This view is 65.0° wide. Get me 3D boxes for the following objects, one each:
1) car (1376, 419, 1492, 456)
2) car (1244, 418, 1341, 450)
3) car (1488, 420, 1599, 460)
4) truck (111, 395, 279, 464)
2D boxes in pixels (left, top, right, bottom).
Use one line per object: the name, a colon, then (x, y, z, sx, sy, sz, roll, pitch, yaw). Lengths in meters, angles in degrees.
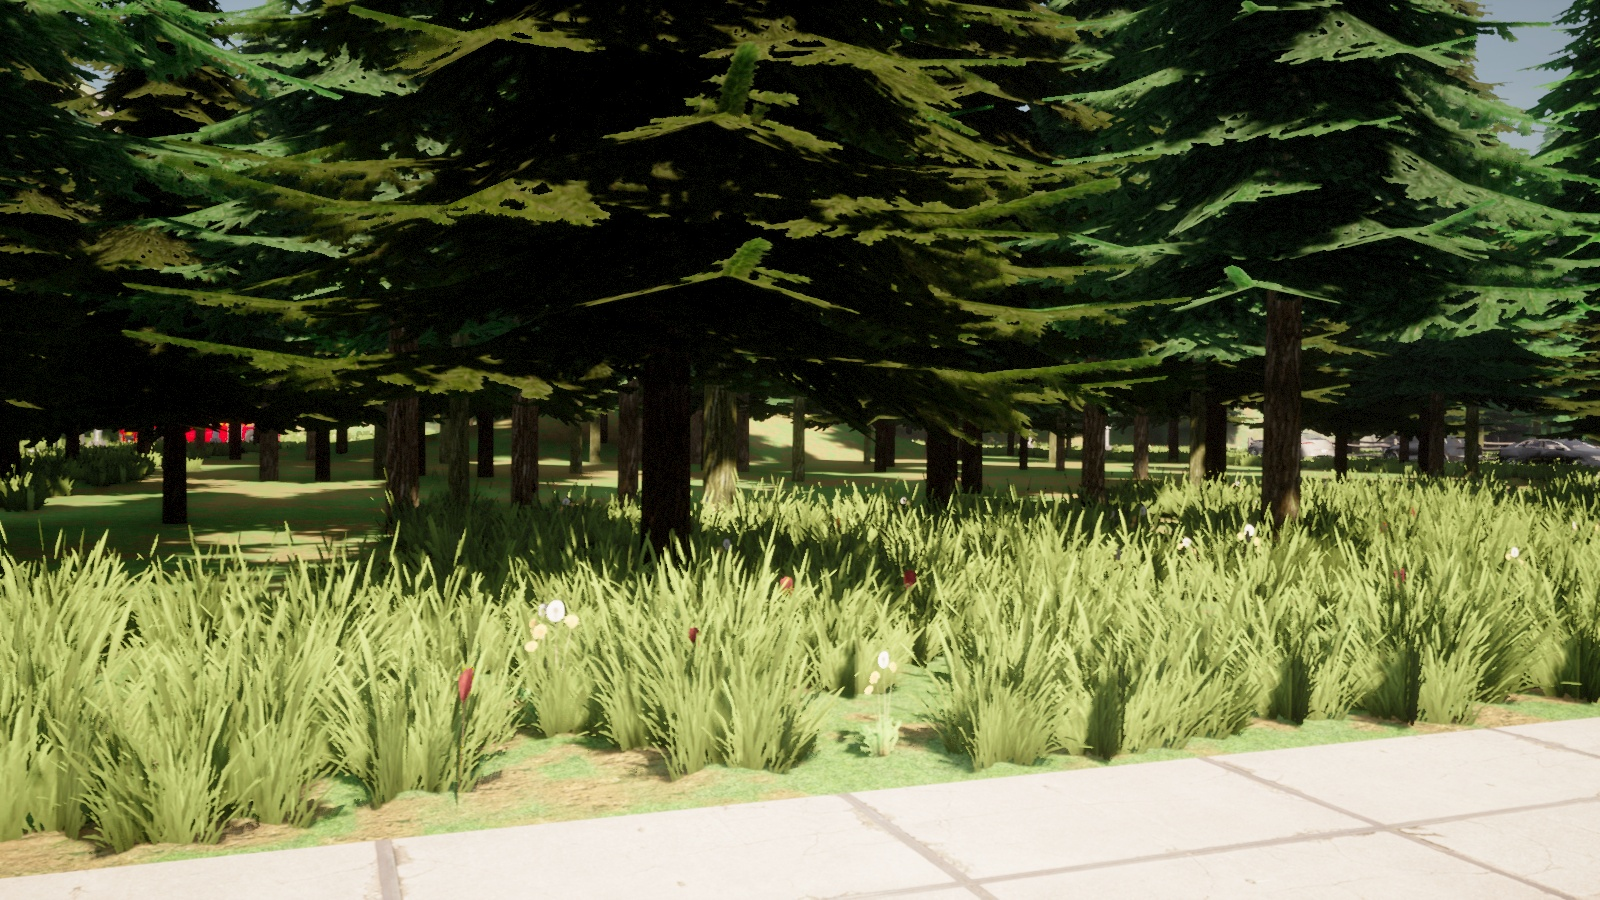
car: (29.962, -0.618, 59.512, 2.033, 1.649, 4.856, -1, 1, -20)
car: (26.760, -0.880, 68.457, 2.152, 1.651, 5.027, -1, 1, -20)
car: (29.898, -0.422, 49.258, 2.128, 1.511, 4.902, -1, 1, -20)
truck: (-35.414, -1.209, 73.874, 2.891, 3.827, 8.468, 0, 1, 37)
